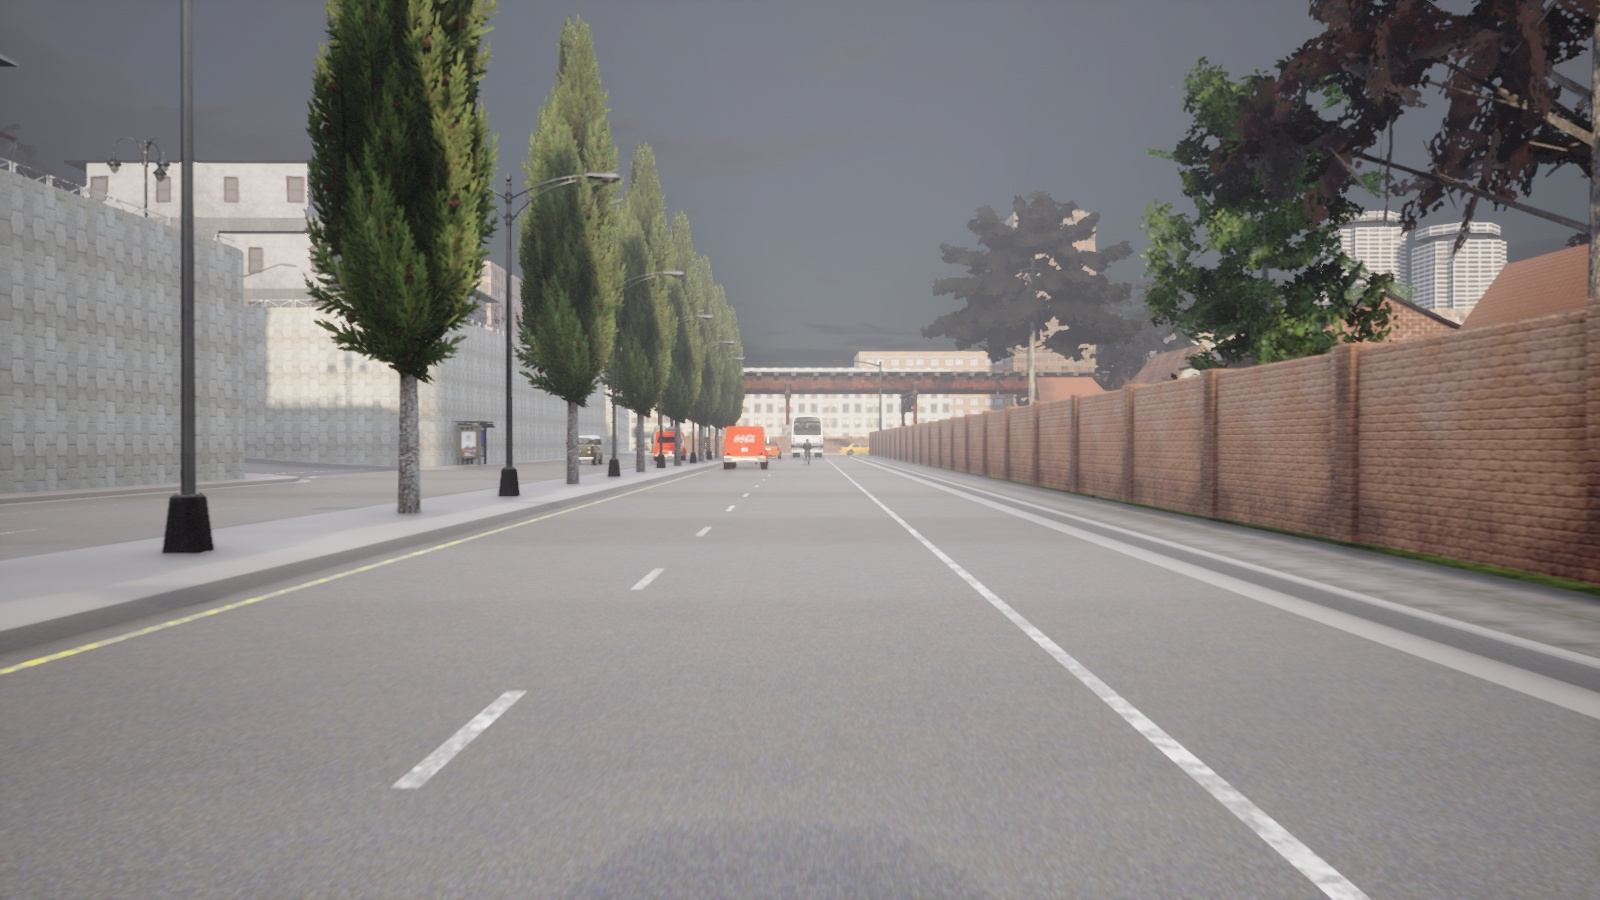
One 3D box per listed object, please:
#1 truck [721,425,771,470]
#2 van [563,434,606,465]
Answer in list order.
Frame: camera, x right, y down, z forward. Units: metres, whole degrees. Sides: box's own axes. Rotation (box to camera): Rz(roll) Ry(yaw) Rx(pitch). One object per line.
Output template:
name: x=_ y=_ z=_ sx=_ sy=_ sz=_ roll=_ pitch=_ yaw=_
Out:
truck: x=-3.071 y=-0.152 z=72.710 sx=2.627 sy=2.467 sz=5.204 roll=0 pitch=0 yaw=0
van: x=-14.503 y=-0.019 z=84.762 sx=2.069 sy=2.038 sz=4.480 roll=0 pitch=0 yaw=0
